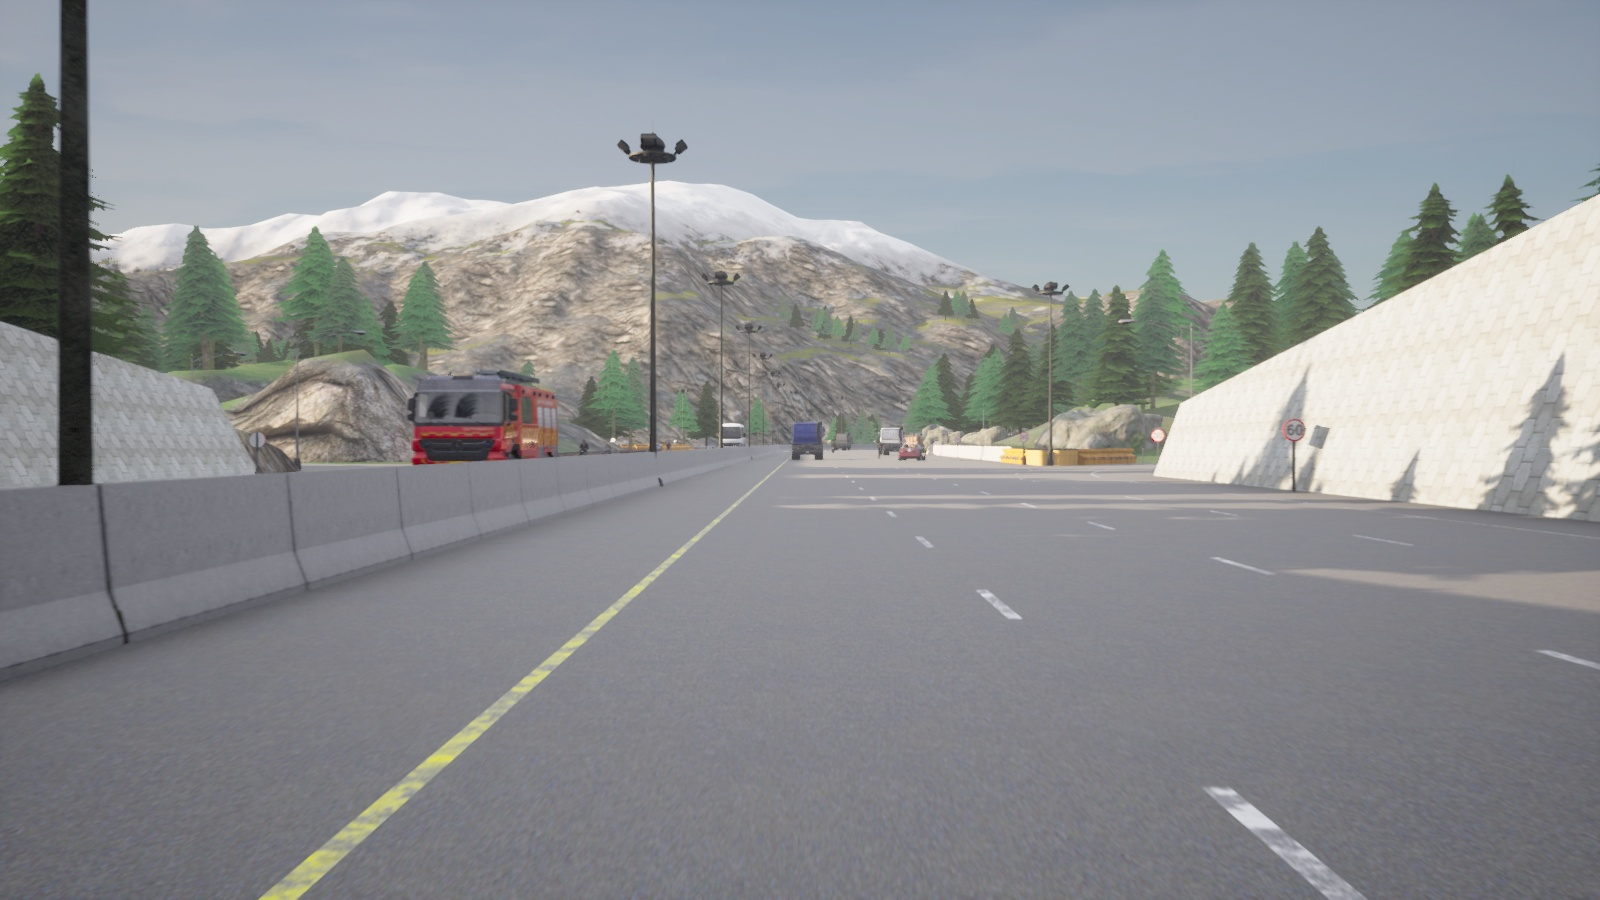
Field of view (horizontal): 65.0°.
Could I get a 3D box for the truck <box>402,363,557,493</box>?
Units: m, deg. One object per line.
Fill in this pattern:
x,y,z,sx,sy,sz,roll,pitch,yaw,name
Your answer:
-10.250,-0.659,41.197,2.891,3.827,8.468,0,0,0,truck
